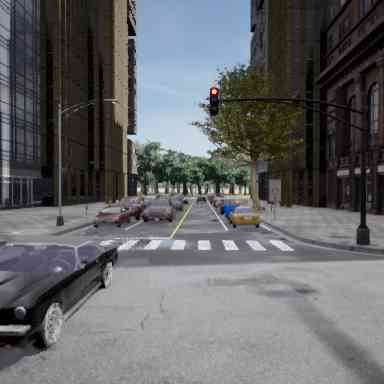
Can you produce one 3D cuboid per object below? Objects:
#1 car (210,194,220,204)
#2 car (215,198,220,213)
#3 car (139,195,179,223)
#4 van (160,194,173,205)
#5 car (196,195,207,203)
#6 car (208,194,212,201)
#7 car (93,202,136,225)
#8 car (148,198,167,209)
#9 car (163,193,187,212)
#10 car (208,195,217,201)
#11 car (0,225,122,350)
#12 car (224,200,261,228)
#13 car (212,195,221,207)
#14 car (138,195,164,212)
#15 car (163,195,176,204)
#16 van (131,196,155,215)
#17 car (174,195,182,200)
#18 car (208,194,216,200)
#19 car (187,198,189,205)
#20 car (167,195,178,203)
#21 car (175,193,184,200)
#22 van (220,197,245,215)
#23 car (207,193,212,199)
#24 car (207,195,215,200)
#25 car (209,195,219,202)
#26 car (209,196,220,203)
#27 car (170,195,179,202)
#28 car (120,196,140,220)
[{"bbox_3d":[4.109,1.471,50.109,1.887,1.381,4.507,-1,0,2],"label":"car"},{"bbox_3d":[3.664,1.531,33.077,1.947,1.339,4.313,-1,0,2],"label":"car"},{"bbox_3d":[-2.395,1.329,25.439,2.097,1.767,4.553,0,0,2],"label":"car"},{"bbox_3d":[-4.267,1.252,56.003,1.690,1.788,3.998,0,0,2],"label":"van"},{"bbox_3d":[1.864,1.389,65.866,1.837,1.490,4.892,0,0,2],"label":"car"},{"bbox_3d":[4.257,1.462,55.786,2.008,1.369,4.403,-1,0,2],"label":"car"},{"bbox_3d":[-5.155,1.565,21.936,1.802,1.307,4.206,-1,0,2],"label":"car"},{"bbox_3d":[-4.562,1.491,44.648,2.008,1.369,4.403,-1,0,2],"label":"car"},{"bbox_3d":[-2.066,1.308,37.740,2.097,1.767,4.553,0,0,2],"label":"car"},{"bbox_3d":[4.850,1.429,78.495,1.802,1.307,4.206,0,0,2],"label":"car"},{"bbox_3d":[-2.874,1.599,6.413,1.895,1.301,4.718,1,0,1],"label":"car"},{"bbox_3d":[3.371,1.508,21.892,1.752,1.417,4.829,-1,0,2],"label":"car"},{"bbox_3d":[3.965,1.465,44.602,1.752,1.417,4.829,-1,0,2],"label":"car"},{"bbox_3d":[-4.713,1.268,38.970,2.192,1.841,5.009,-1,0,2],"label":"car"},{"bbox_3d":[-4.118,1.336,61.680,1.967,1.590,4.097,0,0,2],"label":"car"},{"bbox_3d":[-4.861,1.306,33.292,1.690,1.788,3.998,-1,0,2],"label":"van"},{"bbox_3d":[-3.524,1.375,84.391,1.887,1.381,4.507,0,0,2],"label":"car"},{"bbox_3d":[5.002,1.355,84.342,1.752,1.417,4.829,0,0,2],"label":"car"},{"bbox_3d":[-1.488,1.566,56.269,1.895,1.301,4.718,0,0,1],"label":"car"},{"bbox_3d":[-3.969,1.425,67.358,1.887,1.381,4.507,0,0,2],"label":"car"},{"bbox_3d":[-3.378,1.128,90.068,2.192,1.841,5.009,0,0,2],"label":"car"},{"bbox_3d":[3.513,1.316,27.400,1.690,1.788,3.998,-1,0,2],"label":"van"},{"bbox_3d":[4.403,1.211,61.463,2.192,1.841,5.009,-1,0,2],"label":"car"},{"bbox_3d":[5.147,1.379,89.849,1.947,1.339,4.313,0,0,2],"label":"car"},{"bbox_3d":[4.702,1.415,72.817,2.008,1.369,4.403,0,0,2],"label":"car"},{"bbox_3d":[4.553,1.431,67.141,2.008,1.369,4.403,-1,0,2],"label":"car"},{"bbox_3d":[-3.820,1.446,73.036,1.802,1.307,4.206,0,0,2],"label":"car"},{"bbox_3d":[-5.010,1.290,27.614,2.192,1.841,5.009,-1,0,2],"label":"car"}]
